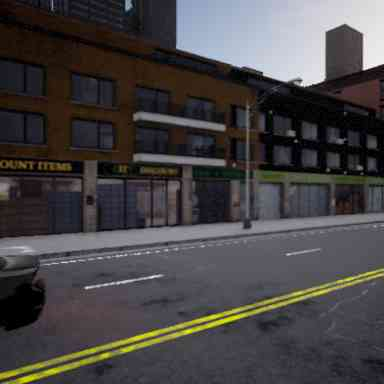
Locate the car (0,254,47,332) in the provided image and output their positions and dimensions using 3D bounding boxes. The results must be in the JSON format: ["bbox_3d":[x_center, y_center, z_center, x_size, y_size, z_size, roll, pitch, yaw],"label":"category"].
[{"bbox_3d":[-4.648,1.475,4.364,5.008,1.535,1.882,0,0,-36],"label":"car"}]
